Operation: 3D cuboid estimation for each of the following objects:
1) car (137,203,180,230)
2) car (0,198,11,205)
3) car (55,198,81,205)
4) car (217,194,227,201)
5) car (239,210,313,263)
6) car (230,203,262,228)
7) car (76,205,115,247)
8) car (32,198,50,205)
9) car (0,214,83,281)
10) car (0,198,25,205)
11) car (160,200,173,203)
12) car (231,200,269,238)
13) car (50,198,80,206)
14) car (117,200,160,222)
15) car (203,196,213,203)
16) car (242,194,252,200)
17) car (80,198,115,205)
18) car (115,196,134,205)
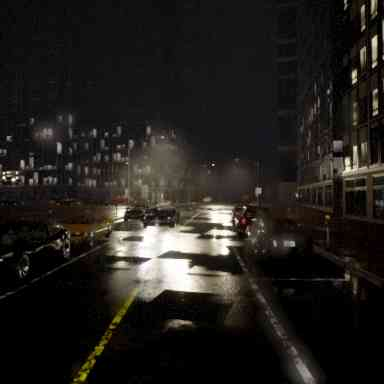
[{"bbox_3d":[-1.922,1.618,21.689,1.895,1.301,4.718,0,0,4],"label":"car"},{"bbox_3d":[-40.168,1.989,68.861,4.403,1.369,2.008,0,-1,15],"label":"car"},{"bbox_3d":[-23.982,1.881,64.425,4.403,1.369,2.008,0,-1,15],"label":"car"},{"bbox_3d":[8.109,1.528,89.920,2.192,1.841,5.009,1,0,16],"label":"car"},{"bbox_3d":[2.974,1.570,11.925,1.947,1.339,4.313,1,0,2],"label":"car"},{"bbox_3d":[3.651,1.556,23.235,1.887,1.381,4.507,1,0,5],"label":"car"},{"bbox_3d":[-4.894,1.540,15.314,1.752,1.417,4.829,1,0,3],"label":"car"},{"bbox_3d":[-29.541,1.893,65.949,4.829,1.417,1.752,0,-1,15],"label":"car"},{"bbox_3d":[-5.123,1.574,9.990,1.947,1.339,4.313,1,0,2],"label":"car"},{"bbox_3d":[-31.446,1.766,58.301,4.403,1.369,2.008,0,-1,15],"label":"car"},{"bbox_3d":[-3.007,1.594,37.172,2.008,1.369,4.403,1,0,7],"label":"car"},{"bbox_3d":[3.264,1.448,17.605,1.967,1.590,4.097,1,0,4],"label":"car"},{"bbox_3d":[-20.660,1.695,55.345,4.403,1.369,2.008,0,-1,15],"label":"car"},{"bbox_3d":[-4.131,1.577,26.414,2.008,1.369,4.403,1,0,5],"label":"car"},{"bbox_3d":[3.555,1.674,73.829,1.752,1.417,4.829,1,0,14],"label":"car"},{"bbox_3d":[12.555,1.438,76.074,2.192,1.841,5.009,1,0,15],"label":"car"},{"bbox_3d":[-15.266,1.674,53.868,4.313,1.339,1.947,0,-1,15],"label":"car"},{"bbox_3d":[-13.191,1.574,61.473,5.009,1.841,2.192,0,-1,15],"label":"car"}]
